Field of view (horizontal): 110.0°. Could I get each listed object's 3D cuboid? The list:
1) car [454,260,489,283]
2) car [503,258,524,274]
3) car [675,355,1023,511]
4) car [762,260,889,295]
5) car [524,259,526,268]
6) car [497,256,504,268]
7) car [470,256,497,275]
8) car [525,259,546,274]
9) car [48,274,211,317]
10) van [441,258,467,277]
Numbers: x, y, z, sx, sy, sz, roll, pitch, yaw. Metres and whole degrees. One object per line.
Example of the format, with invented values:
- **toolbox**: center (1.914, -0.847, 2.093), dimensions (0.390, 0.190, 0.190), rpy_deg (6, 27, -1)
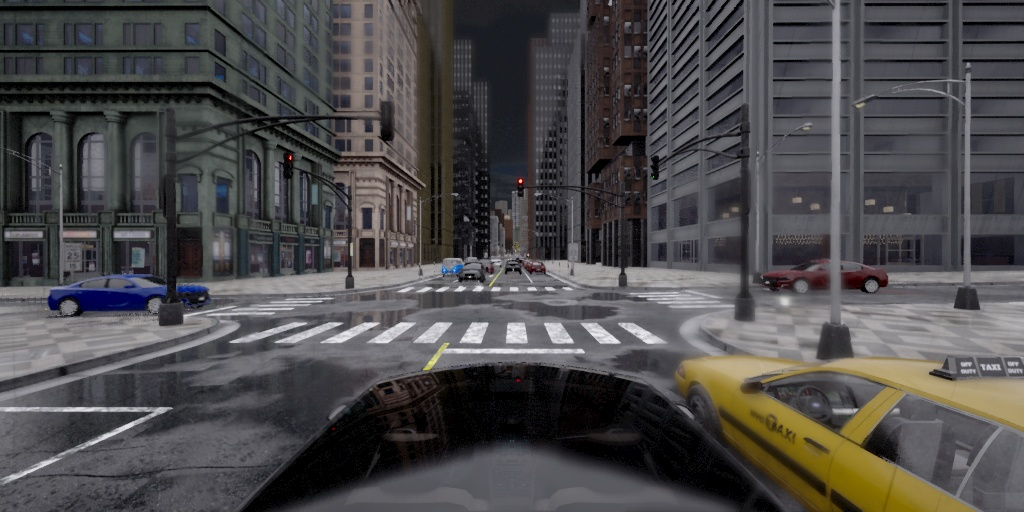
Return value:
- **car**: center (-3.064, 1.258, 28.223), dimensions (1.837, 1.490, 4.892), rpy_deg (0, 0, 0)
- **car**: center (0.142, 1.265, 42.006), dimensions (1.837, 1.490, 4.892), rpy_deg (0, 0, 0)
- **car**: center (2.769, 1.275, 2.368), dimensions (1.751, 1.417, 4.829), rpy_deg (0, 0, 0)
- **car**: center (14.707, 0.948, 17.036), dimensions (5.008, 1.535, 1.882), rpy_deg (-1, 0, 2)
- **car**: center (2.823, 1.308, 45.816), dimensions (1.888, 1.381, 4.507), rpy_deg (0, 0, 0)
- **car**: center (-2.944, 1.001, 63.018), dimensions (2.150, 2.045, 5.566), rpy_deg (0, 0, 0)
- **car**: center (-3.059, 1.112, 39.216), dimensions (2.097, 1.767, 4.553), rpy_deg (0, 0, 0)
- **car**: center (2.819, 1.304, 40.290), dimensions (1.888, 1.381, 4.507), rpy_deg (0, 0, 0)
- **car**: center (-14.843, 1.463, 14.118), dimensions (5.008, 1.535, 1.882), rpy_deg (-1, 0, -3)
- **van**: center (-5.743, 1.097, 34.792), dimensions (1.690, 1.789, 3.998), rpy_deg (0, 0, 0)
